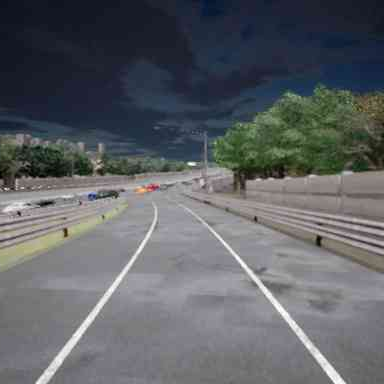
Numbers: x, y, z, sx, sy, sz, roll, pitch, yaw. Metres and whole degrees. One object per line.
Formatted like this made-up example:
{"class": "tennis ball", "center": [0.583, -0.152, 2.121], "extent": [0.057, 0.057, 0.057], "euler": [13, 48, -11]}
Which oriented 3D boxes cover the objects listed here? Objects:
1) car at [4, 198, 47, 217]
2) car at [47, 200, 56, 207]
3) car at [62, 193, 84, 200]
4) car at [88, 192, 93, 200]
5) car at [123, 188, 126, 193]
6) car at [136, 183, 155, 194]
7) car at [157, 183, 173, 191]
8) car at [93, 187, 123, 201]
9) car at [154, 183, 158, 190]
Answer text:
{"class": "car", "center": [-18.210, 1.798, 36.075], "extent": [1.812, 1.442, 4.674], "euler": [1, 3, 10]}
{"class": "car", "center": [-20.258, 1.502, 44.576], "extent": [1.895, 1.301, 4.718], "euler": [1, 3, 10]}
{"class": "car", "center": [-21.147, 0.745, 59.329], "extent": [1.895, 1.301, 4.718], "euler": [1, 3, 10]}
{"class": "car", "center": [-17.275, 0.533, 61.053], "extent": [1.882, 1.535, 5.008], "euler": [1, 3, 10]}
{"class": "car", "center": [-17.398, -0.413, 79.741], "extent": [2.128, 1.511, 4.902], "euler": [1, 3, 10]}
{"class": "car", "center": [-10.807, -0.429, 76.887], "extent": [2.097, 1.767, 4.553], "euler": [1, 3, 10]}
{"class": "car", "center": [-7.586, -1.158, 94.250], "extent": [1.994, 1.385, 4.181], "euler": [1, 3, 10]}
{"class": "car", "center": [-14.399, 0.459, 57.321], "extent": [2.150, 2.045, 5.566], "euler": [0, 3, 10]}
{"class": "car", "center": [-11.028, -1.519, 94.864], "extent": [2.150, 2.045, 5.566], "euler": [1, 3, 10]}
